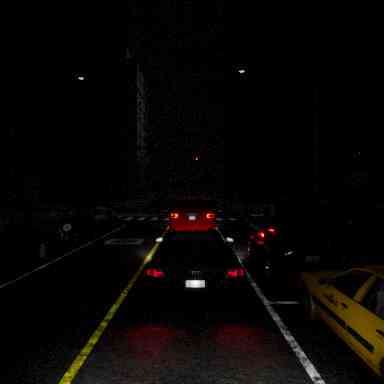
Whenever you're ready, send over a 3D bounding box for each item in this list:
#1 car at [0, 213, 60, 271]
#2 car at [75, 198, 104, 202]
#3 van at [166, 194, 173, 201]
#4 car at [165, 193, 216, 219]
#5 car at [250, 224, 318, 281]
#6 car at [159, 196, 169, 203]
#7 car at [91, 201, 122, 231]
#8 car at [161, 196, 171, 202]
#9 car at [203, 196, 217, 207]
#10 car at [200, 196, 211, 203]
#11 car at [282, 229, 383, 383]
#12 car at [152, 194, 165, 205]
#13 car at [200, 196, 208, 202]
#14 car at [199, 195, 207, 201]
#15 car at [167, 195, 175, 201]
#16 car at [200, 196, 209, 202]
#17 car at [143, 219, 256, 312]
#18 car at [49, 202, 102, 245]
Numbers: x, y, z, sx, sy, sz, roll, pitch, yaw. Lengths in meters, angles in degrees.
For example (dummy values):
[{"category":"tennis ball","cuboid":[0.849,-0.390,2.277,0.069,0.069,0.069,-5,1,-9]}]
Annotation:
[{"category":"car","cuboid":[-5.758,1.545,9.663,1.887,1.381,4.507,0,0,0]},{"category":"car","cuboid":[-9.312,1.327,32.047,5.008,1.535,1.882,1,0,0]},{"category":"van","cuboid":[-5.712,1.372,85.173,1.690,1.788,3.998,0,0,0]},{"category":"car","cuboid":[0.014,1.222,17.209,2.150,2.045,5.566,0,0,0]},{"category":"car","cuboid":[2.767,1.566,9.659,1.947,1.339,4.313,0,0,0]},{"category":"car","cuboid":[-5.721,1.602,68.860,1.802,1.307,4.206,0,0,0]},{"category":"car","cuboid":[-5.751,1.527,20.407,1.752,1.417,4.829,0,0,0]},{"category":"car","cuboid":[-5.718,1.548,74.127,1.752,1.417,4.829,0,0,0]},{"category":"car","cuboid":[2.794,1.452,52.542,1.967,1.590,4.097,0,0,0]},{"category":"car","cuboid":[2.804,1.571,68.854,2.008,1.369,4.403,0,0,0]},{"category":"car","cuboid":[2.764,1.525,4.373,1.752,1.417,4.829,0,0,0]},{"category":"car","cuboid":[-5.728,1.329,57.985,2.192,1.841,5.009,0,0,0]},{"category":"car","cuboid":[2.810,1.572,79.730,1.887,1.381,4.507,0,0,0]},{"category":"car","cuboid":[2.814,1.556,85.337,1.752,1.417,4.829,0,0,0]},{"category":"car","cuboid":[-5.708,1.585,90.610,2.008,1.369,4.403,0,0,0]},{"category":"car","cuboid":[2.807,1.568,74.292,1.887,1.381,4.507,0,0,0]},{"category":"car","cuboid":[0.064,1.564,7.789,1.994,1.385,4.181,0,0,0]},{"category":"car","cuboid":[-5.755,1.441,15.120,1.967,1.590,4.097,0,0,0]}]
